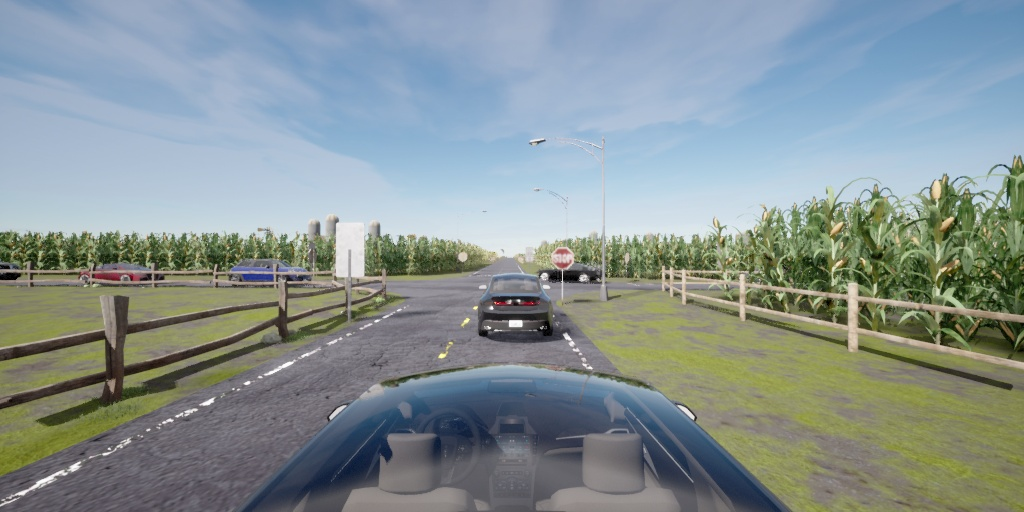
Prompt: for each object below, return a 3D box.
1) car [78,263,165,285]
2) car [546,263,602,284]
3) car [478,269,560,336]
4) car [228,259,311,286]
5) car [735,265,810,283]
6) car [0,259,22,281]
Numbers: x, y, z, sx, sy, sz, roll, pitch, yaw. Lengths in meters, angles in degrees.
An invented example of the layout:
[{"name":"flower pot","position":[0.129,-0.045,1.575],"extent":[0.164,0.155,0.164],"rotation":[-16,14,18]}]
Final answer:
[{"name":"car","position":[-25.508,1.161,23.521],"extent":[4.181,1.385,1.994],"rotation":[0,-1,1]},{"name":"car","position":[4.391,1.282,27.855],"extent":[5.008,1.535,1.882],"rotation":[1,1,23]},{"name":"car","position":[0.078,1.255,10.369],"extent":[1.837,1.490,4.892],"rotation":[0,0,0]},{"name":"car","position":[-15.670,1.002,23.395],"extent":[4.553,1.767,2.097],"rotation":[0,-1,2]},{"name":"car","position":[18.993,1.401,26.144],"extent":[4.892,1.490,1.837],"rotation":[0,-1,1]},{"name":"car","position":[-36.105,0.762,23.608],"extent":[5.566,2.045,2.150],"rotation":[1,-1,1]}]
